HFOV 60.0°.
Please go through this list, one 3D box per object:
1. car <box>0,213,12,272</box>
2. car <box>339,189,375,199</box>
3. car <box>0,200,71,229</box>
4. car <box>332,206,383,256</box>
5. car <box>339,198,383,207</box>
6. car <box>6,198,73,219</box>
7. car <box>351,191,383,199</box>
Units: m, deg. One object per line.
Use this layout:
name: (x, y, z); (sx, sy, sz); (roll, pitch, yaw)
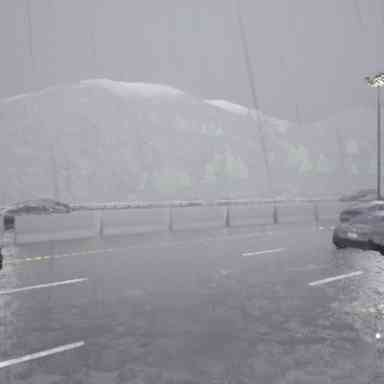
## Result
car: (-6.979, 1.467, 7.287); (5.008, 1.535, 1.882); (-1, 1, -36)
car: (23.590, 0.623, 47.022); (5.566, 2.045, 2.150); (-1, 1, -19)
car: (-9.463, 1.413, 18.575); (4.892, 1.490, 1.837); (-1, 1, -34)
car: (7.142, 1.401, 12.246); (4.181, 1.385, 1.994); (-1, 1, -31)
car: (10.100, 1.269, 17.901); (4.892, 1.490, 1.837); (-1, 0, -28)
car: (-13.136, 1.324, 28.716); (5.008, 1.535, 1.882); (-1, 1, -33)
car: (23.967, 0.978, 43.447); (5.357, 1.411, 2.033); (-1, 1, -20)
